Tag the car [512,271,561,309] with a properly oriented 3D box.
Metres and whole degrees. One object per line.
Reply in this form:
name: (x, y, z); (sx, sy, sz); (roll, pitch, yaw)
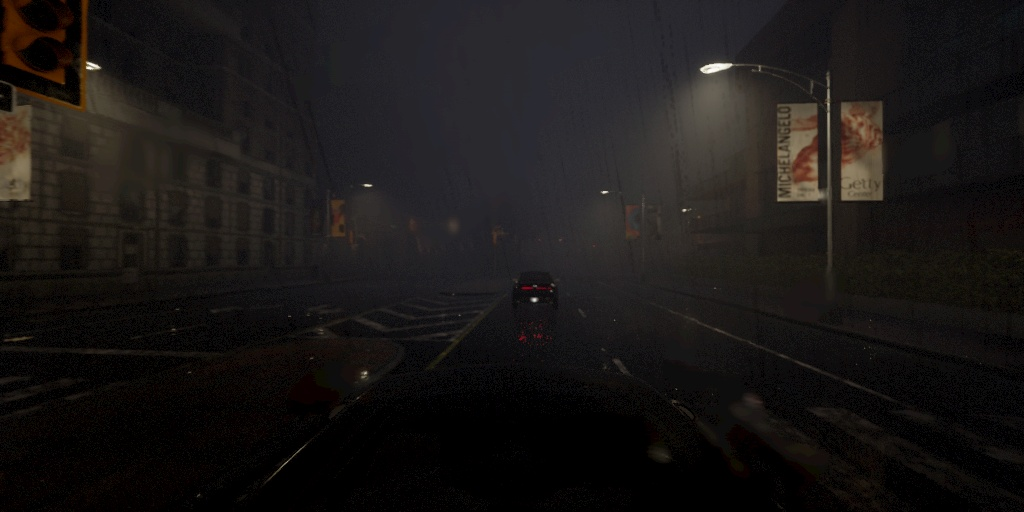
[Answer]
car: (1.056, 1.391, 15.827); (1.837, 1.490, 4.892); (0, 0, 5)
